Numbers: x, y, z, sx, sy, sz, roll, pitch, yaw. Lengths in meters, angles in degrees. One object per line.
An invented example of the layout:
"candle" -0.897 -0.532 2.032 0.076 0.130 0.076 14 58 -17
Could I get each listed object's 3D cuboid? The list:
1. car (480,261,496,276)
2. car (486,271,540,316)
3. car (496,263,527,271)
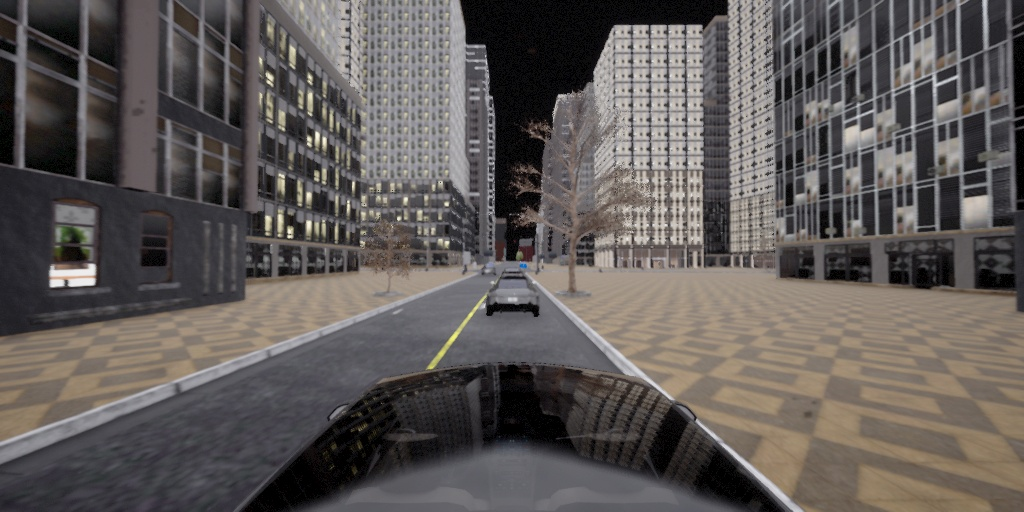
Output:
"car" -3.036 1.821 46.956 2.128 1.511 4.902 0 -1 0
"car" 0.048 1.477 14.291 1.994 1.385 4.181 0 -1 1
"car" 0.048 1.594 29.125 2.128 1.511 4.902 0 -1 0
